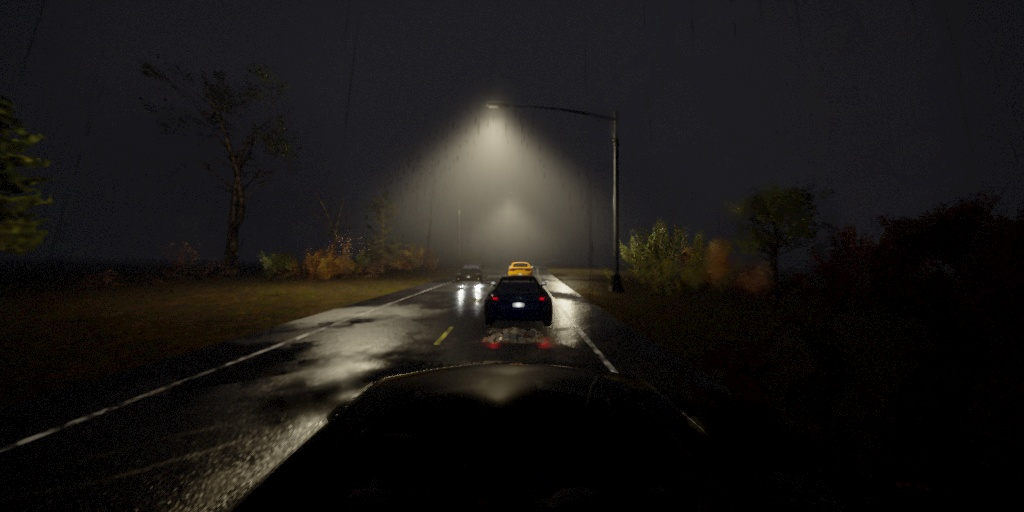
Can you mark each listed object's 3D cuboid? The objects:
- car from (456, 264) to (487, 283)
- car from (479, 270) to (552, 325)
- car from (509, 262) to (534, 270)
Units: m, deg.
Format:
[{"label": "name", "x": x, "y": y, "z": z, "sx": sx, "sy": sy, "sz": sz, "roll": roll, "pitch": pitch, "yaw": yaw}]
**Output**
[{"label": "car", "x": -3.050, "y": 1.317, "z": 27.688, "sx": 1.994, "sy": 1.385, "sz": 4.181, "roll": 0, "pitch": 0, "yaw": 2}, {"label": "car", "x": 0.210, "y": 1.315, "z": 11.850, "sx": 1.994, "sy": 1.385, "sz": 4.181, "roll": 0, "pitch": 0, "yaw": 1}, {"label": "car", "x": 0.733, "y": 1.231, "z": 29.495, "sx": 1.882, "sy": 1.535, "sz": 5.008, "roll": 0, "pitch": 0, "yaw": 2}]
